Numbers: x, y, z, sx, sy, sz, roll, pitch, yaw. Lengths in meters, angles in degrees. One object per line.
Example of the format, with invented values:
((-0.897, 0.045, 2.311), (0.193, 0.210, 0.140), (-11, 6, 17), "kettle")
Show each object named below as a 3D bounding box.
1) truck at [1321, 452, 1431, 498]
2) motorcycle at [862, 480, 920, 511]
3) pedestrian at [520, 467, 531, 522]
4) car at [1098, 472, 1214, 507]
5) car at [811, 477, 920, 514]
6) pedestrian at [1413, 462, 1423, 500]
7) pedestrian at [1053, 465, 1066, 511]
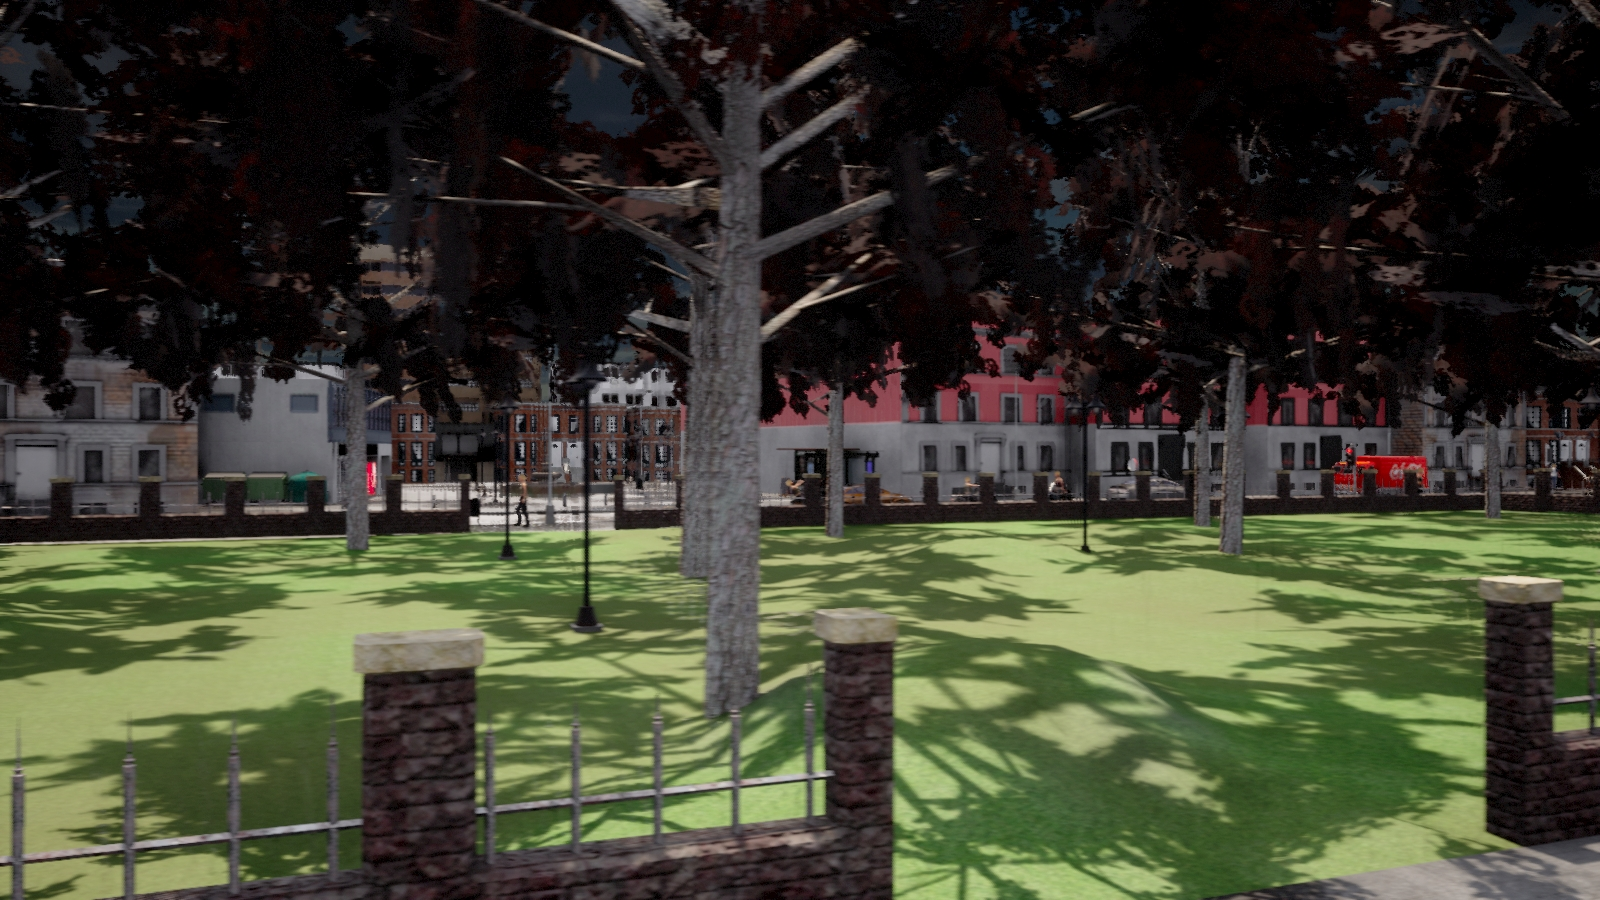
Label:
((32.082, 1.355, 63.673), (5.204, 2.467, 2.627), (0, 0, -20), "truck")
((3.924, 1.953, 49.200), (2.356, 1.277, 0.764), (0, 0, -20), "motorcycle")
((-9.475, 1.524, 39.433), (0.375, 1.860, 0.375), (0, 0, -17), "pedestrian")
((16.776, 1.832, 53.844), (4.902, 1.511, 2.128), (0, 0, -20), "car")
((2.769, 1.913, 48.778), (4.181, 1.385, 1.994), (-1, 0, -20), "car")
((30.470, 1.533, 56.326), (0.375, 1.860, 0.375), (0, 0, 32), "pedestrian")
((10.577, 1.529, 46.499), (0.375, 1.860, 0.375), (0, 0, -20), "pedestrian")
